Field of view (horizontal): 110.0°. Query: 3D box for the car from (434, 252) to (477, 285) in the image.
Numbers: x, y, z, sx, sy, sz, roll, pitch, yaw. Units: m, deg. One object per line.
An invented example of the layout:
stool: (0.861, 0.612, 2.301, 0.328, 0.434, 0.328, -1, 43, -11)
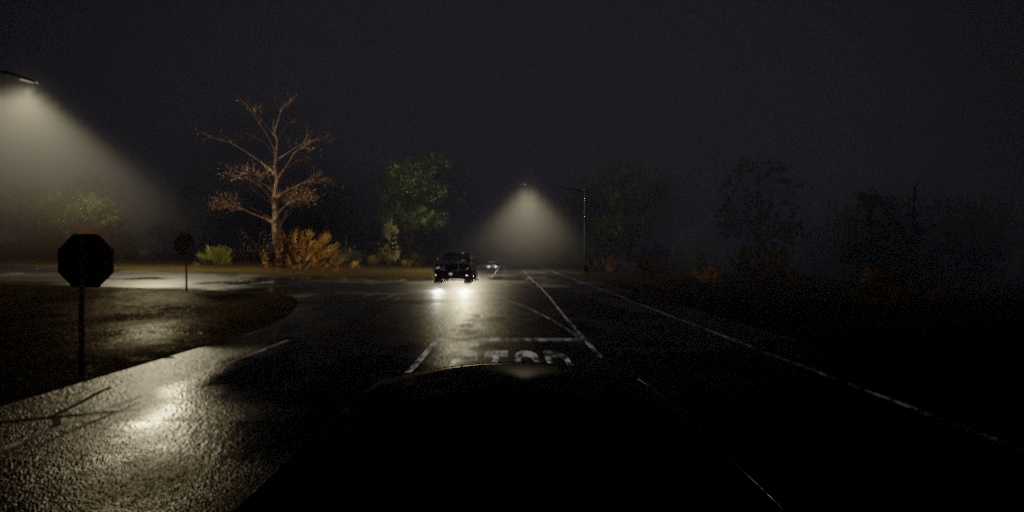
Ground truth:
car: (-3.568, 0.728, 23.581, 2.150, 2.045, 5.566, 1, -1, 0)
